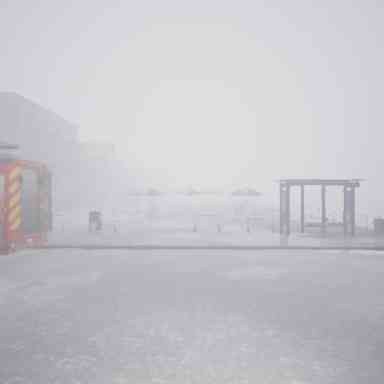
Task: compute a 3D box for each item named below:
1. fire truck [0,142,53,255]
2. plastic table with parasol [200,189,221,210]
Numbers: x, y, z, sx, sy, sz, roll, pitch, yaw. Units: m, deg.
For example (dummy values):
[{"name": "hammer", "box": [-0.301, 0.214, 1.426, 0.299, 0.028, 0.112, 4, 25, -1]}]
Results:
[{"name": "fire truck", "box": [-9.491, 0.342, 11.303, 8.468, 3.827, 2.891, 0, 0, 1]}, {"name": "plastic table with parasol", "box": [2.300, 0.925, 41.507, 2.482, 2.480, 2.482, 0, 0, 1]}]
